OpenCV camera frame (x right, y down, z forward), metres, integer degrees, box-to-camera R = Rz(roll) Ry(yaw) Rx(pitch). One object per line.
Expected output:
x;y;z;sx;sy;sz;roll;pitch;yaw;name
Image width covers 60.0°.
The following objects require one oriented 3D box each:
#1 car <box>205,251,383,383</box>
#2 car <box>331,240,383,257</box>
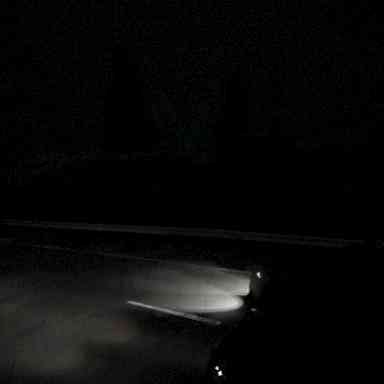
2.327;1.481;2.056;4.902;1.511;2.128;0;0;36;car
3.109;1.541;5.700;4.181;1.385;1.994;0;0;34;car
